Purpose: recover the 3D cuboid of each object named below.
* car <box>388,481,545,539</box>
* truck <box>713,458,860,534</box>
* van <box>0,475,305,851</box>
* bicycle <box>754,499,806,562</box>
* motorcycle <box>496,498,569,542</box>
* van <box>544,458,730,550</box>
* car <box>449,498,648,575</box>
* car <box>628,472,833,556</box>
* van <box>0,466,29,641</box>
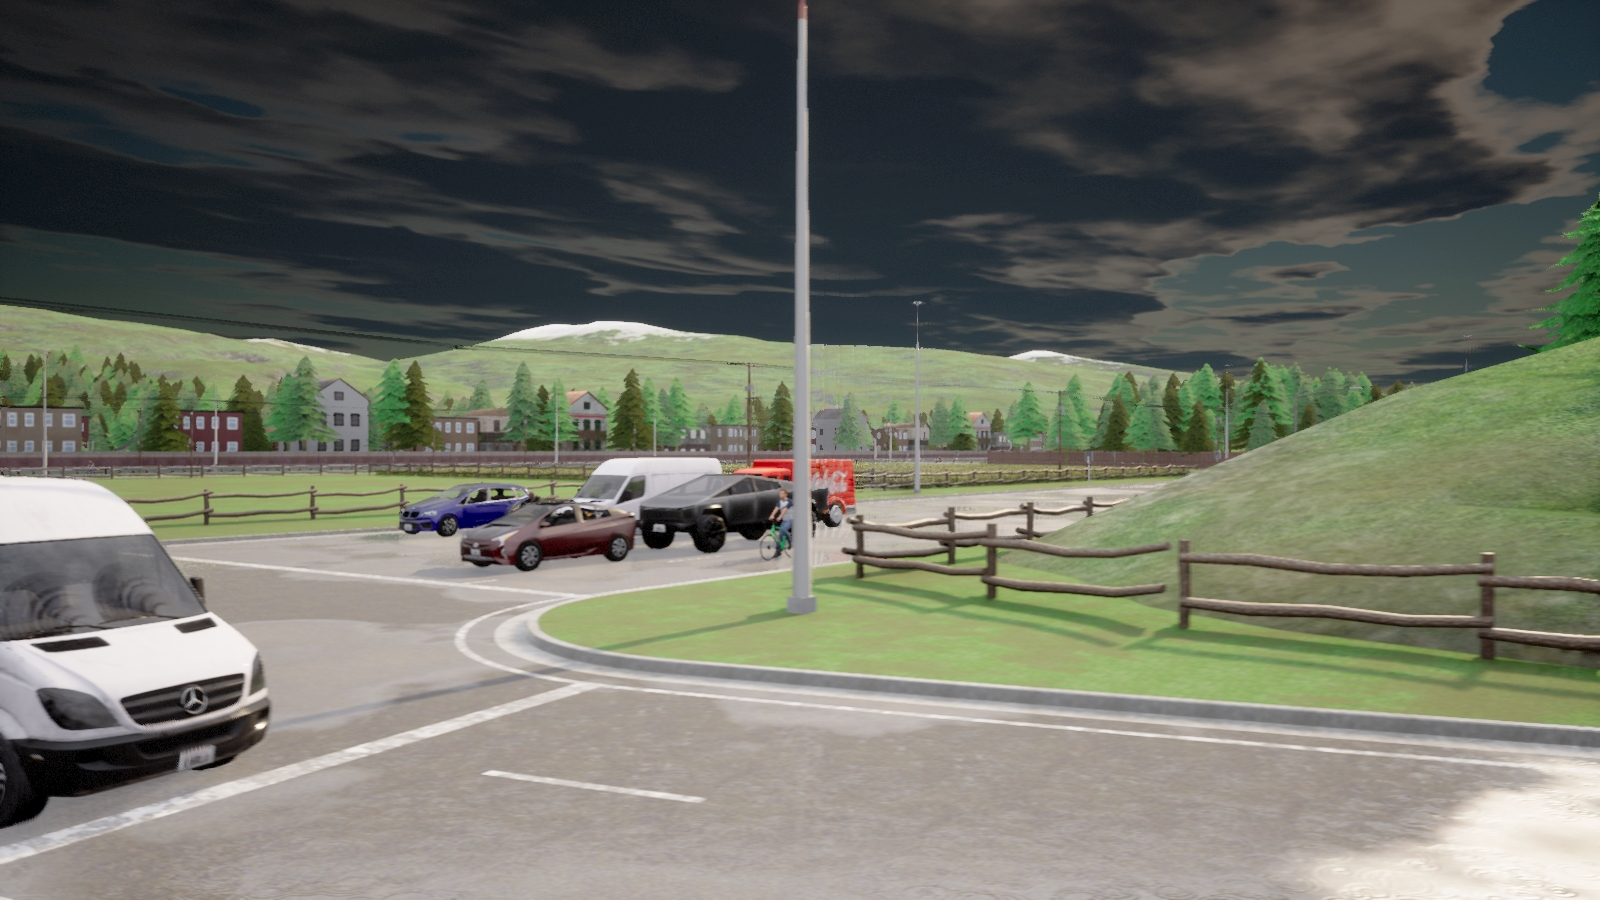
[{"bbox_3d":[-11.153,1.961,38.458,2.242,1.667,4.611,0,0,39],"label":"car"},{"bbox_3d":[-0.397,1.564,40.949,2.627,2.467,5.204,0,0,37],"label":"truck"},{"bbox_3d":[-7.360,1.530,10.162,5.915,2.561,1.988,0,0,25],"label":"van"},{"bbox_3d":[-0.498,2.055,29.362,0.373,1.496,1.643,0,0,38],"label":"bicycle"},{"bbox_3d":[-8.466,2.200,36.216,0.867,1.251,2.209,0,0,38],"label":"motorcycle"},{"bbox_3d":[-4.875,1.531,35.124,1.988,2.561,5.915,0,0,38],"label":"van"},{"bbox_3d":[-6.058,2.036,27.943,2.007,1.525,4.514,0,0,38],"label":"car"},{"bbox_3d":[-1.870,1.751,33.273,2.390,2.098,6.274,0,0,38],"label":"car"},{"bbox_3d":[-14.629,1.526,17.684,5.915,2.561,1.988,0,0,29],"label":"van"}]
